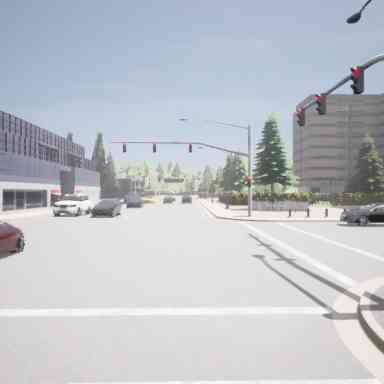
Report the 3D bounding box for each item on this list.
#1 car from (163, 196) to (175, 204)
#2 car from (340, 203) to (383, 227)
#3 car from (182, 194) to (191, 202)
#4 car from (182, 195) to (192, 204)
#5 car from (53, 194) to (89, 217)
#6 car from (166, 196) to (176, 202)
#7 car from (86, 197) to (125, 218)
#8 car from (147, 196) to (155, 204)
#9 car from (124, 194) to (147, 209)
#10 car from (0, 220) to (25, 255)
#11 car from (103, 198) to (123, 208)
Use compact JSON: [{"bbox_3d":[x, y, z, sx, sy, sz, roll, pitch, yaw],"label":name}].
[{"bbox_3d":[-4.582,1.547,64.666,2.033,1.411,5.357,0,0,-1],"label":"car"},{"bbox_3d":[12.499,1.492,22.272,4.902,1.511,2.128,0,0,-1],"label":"car"},{"bbox_3d":[-1.223,1.355,75.056,2.097,1.767,4.553,0,0,-1],"label":"car"},{"bbox_3d":[-0.985,1.505,64.990,1.837,1.490,4.892,0,0,-1],"label":"car"},{"bbox_3d":[-11.206,1.222,31.561,2.150,2.045,5.566,0,0,-1],"label":"car"},{"bbox_3d":[-4.728,1.510,75.301,1.895,1.301,4.718,0,0,-1],"label":"car"},{"bbox_3d":[-7.677,1.478,30.139,1.882,1.535,5.008,0,0,-1],"label":"car"},{"bbox_3d":[-8.105,1.478,63.273,1.882,1.535,5.008,0,0,0],"label":"car"},{"bbox_3d":[-7.937,1.478,46.579,1.882,1.535,5.008,0,0,-2],"label":"car"},{"bbox_3d":[-7.259,1.564,10.856,1.994,1.385,4.181,0,0,-1],"label":"car"},{"bbox_3d":[-11.457,1.564,48.755,1.994,1.385,4.181,0,0,-1],"label":"car"}]
